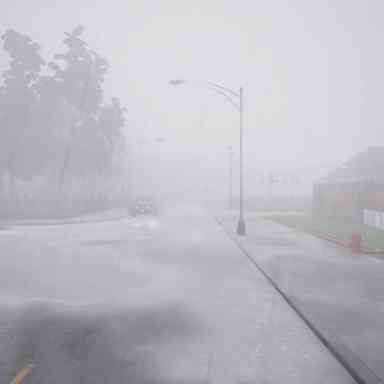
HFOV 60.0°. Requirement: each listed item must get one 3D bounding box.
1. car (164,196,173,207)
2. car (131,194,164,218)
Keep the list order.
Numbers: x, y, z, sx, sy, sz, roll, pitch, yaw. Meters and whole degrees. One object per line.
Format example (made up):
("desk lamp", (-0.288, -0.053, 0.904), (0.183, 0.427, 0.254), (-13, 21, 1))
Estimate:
("car", (-4.211, 1.351, 52.346), (2.097, 1.767, 4.553), (0, 0, 0))
("car", (-4.195, 1.219, 30.776), (2.150, 2.045, 5.566), (0, 0, 0))
